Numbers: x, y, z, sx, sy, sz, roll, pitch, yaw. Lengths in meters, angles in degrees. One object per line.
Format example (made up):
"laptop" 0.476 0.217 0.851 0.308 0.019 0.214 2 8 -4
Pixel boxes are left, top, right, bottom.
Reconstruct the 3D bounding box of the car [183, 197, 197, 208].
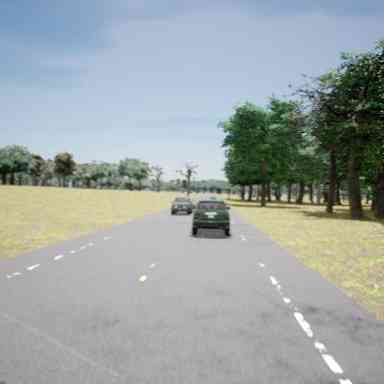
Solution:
"car" -0.332 1.593 51.967 1.812 1.442 4.674 1 0 4

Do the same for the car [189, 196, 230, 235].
"car" 1.207 1.474 20.800 2.150 2.045 5.566 1 -1 4

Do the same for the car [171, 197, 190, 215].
"car" -1.142 1.587 39.167 2.150 2.045 5.566 1 0 4
